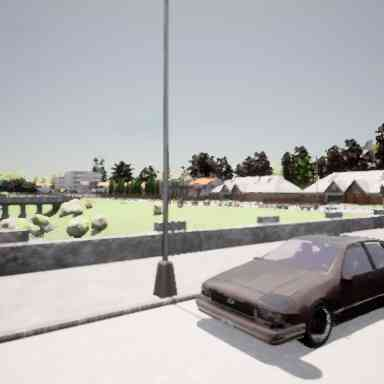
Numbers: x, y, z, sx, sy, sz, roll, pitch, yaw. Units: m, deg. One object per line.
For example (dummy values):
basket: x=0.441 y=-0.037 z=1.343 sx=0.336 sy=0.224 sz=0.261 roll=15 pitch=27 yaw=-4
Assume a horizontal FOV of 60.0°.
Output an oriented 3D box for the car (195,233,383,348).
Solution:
car: x=2.678 y=1.565 z=6.510 sx=5.357 sy=1.411 sz=2.033 roll=0 pitch=0 yaw=-36
